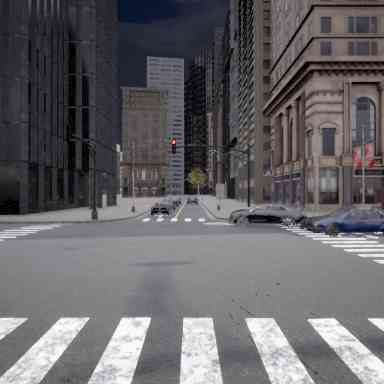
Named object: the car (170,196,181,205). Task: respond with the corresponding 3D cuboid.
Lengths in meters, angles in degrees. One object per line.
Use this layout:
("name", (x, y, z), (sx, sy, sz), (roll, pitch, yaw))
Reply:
("car", (-3.005, 1.597, 62.777), (1.882, 1.535, 5.008), (0, 0, 0))

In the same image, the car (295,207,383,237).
("car", (8.557, 1.526, 17.465), (5.357, 1.411, 2.033), (0, 0, -3))

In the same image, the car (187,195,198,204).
("car", (0.092, 1.479, 65.202), (2.097, 1.767, 4.553), (0, 0, 0))

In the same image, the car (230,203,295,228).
("car", (5.001, 1.515, 22.064), (4.902, 1.511, 2.128), (0, 0, 19))

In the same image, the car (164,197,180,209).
("car", (-3.064, 1.556, 43.218), (2.128, 1.511, 4.902), (0, 0, 0))

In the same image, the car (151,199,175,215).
("car", (-3.057, 1.644, 33.822), (1.895, 1.301, 4.718), (0, 0, 0))

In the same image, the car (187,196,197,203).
("car", (-0.019, 1.688, 75.100), (2.128, 1.511, 4.902), (0, 0, 0))
